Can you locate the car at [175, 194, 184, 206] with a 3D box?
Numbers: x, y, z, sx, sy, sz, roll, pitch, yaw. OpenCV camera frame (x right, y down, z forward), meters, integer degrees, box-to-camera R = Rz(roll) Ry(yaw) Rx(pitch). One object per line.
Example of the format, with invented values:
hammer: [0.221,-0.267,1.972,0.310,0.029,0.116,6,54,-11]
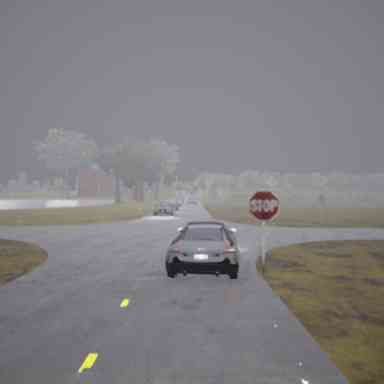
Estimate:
car: [-2.786,1.556,54.648,2.097,1.767,4.553,0,0,0]

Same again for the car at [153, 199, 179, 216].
car: [-2.810,1.701,34.415,1.994,1.385,4.181,0,0,2]

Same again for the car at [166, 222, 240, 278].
car: [0.441,1.611,10.384,1.994,1.385,4.181,0,0,6]

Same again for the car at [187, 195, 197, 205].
car: [0.043,1.801,65.783,1.994,1.385,4.181,0,0,0]

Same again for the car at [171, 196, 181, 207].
car: [-2.800,1.649,44.537,1.882,1.535,5.008,0,0,0]

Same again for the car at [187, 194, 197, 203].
car: [0.049,1.450,75.795,2.097,1.767,4.553,0,0,0]
